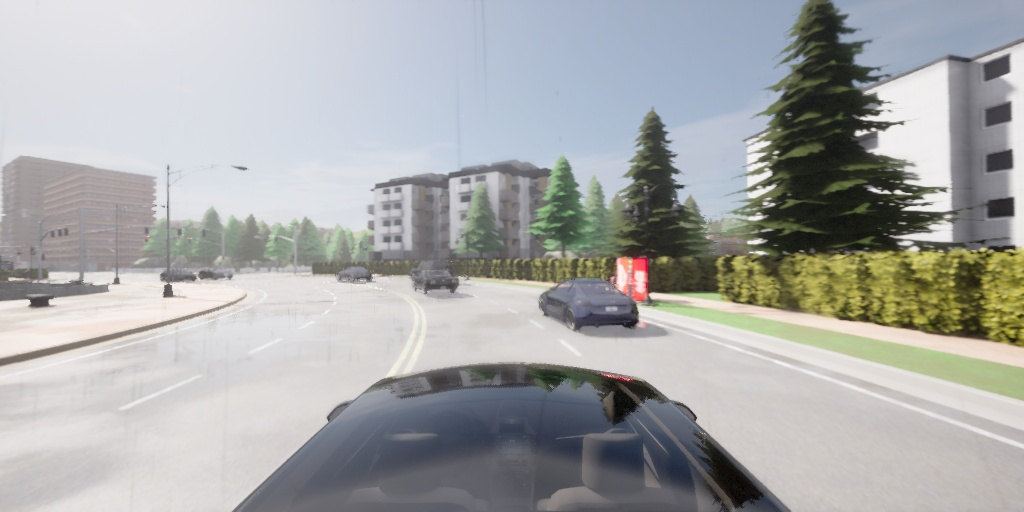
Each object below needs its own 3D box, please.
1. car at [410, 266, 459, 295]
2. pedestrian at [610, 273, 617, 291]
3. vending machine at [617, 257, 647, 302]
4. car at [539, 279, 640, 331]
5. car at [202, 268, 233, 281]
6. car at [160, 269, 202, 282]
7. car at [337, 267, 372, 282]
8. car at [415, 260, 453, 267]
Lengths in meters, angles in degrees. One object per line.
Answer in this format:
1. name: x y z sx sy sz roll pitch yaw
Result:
1. car: -4.815 1.500 21.862 1.895 1.301 4.718 0 -1 -27
2. pedestrian: 4.899 1.026 17.310 0.375 1.860 0.375 0 -1 -18
3. vending machine: 5.353 1.058 15.923 1.100 2.100 0.880 0 0 -16
4. car: 2.252 1.407 11.492 1.994 1.385 4.181 0 -1 -11
5. car: -35.974 2.166 43.585 4.902 1.511 2.128 -1 -1 26
6. car: -37.813 2.197 40.592 4.892 1.490 1.837 -1 -1 26
7. car: -15.838 1.756 35.991 4.181 1.385 1.994 -1 -1 41
8. car: -7.089 1.417 31.605 2.150 2.045 5.566 0 -1 -38
